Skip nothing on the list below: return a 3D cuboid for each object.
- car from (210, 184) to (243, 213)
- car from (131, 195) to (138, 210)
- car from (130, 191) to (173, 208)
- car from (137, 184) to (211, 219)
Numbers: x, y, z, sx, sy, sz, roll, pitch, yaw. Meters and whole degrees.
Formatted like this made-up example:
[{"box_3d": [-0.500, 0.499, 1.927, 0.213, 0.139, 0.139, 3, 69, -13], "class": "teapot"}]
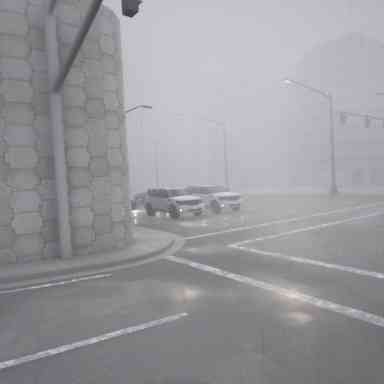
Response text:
[{"box_3d": [1.418, 0.421, 25.669, 2.150, 2.045, 5.566, -5, 3, -35], "class": "car"}, {"box_3d": [-6.850, 0.997, 31.344, 1.994, 1.385, 4.181, -5, 3, -35], "class": "car"}, {"box_3d": [-4.200, 0.688, 33.643, 2.128, 1.511, 4.902, -5, 3, -35], "class": "car"}, {"box_3d": [-1.427, 0.658, 23.644, 2.150, 2.045, 5.566, -5, 3, -35], "class": "car"}]
